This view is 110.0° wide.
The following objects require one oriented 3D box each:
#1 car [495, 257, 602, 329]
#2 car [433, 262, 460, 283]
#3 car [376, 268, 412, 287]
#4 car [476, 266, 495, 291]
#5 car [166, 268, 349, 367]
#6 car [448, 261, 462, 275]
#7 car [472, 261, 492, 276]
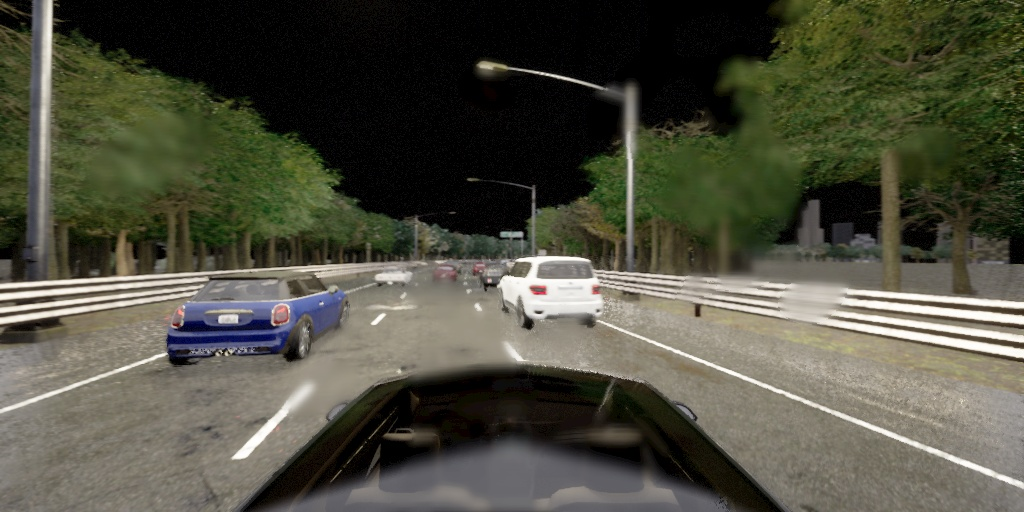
[{"bbox_3d":[0.998,1.066,11.842,2.150,2.045,5.566,0,0,-11],"label":"car"},{"bbox_3d":[-5.568,1.479,30.577,1.812,1.442,4.674,0,0,-8],"label":"car"},{"bbox_3d":[-8.451,1.498,26.079,1.895,1.301,4.718,0,0,-9],"label":"car"},{"bbox_3d":[-1.102,1.530,23.596,1.895,1.301,4.718,0,0,-9],"label":"car"},{"bbox_3d":[-5.302,1.122,8.258,2.097,1.767,4.553,1,0,-12],"label":"car"},{"bbox_3d":[-7.277,1.401,44.186,2.097,1.767,4.553,0,-1,-6],"label":"car"},{"bbox_3d":[-3.771,1.594,43.187,1.812,1.442,4.674,0,0,-6],"label":"car"}]
